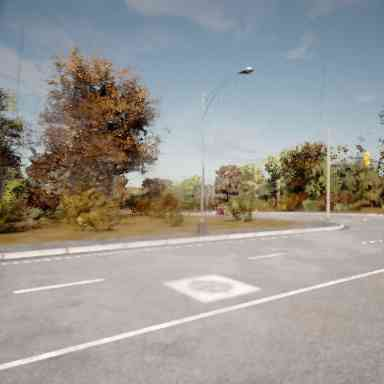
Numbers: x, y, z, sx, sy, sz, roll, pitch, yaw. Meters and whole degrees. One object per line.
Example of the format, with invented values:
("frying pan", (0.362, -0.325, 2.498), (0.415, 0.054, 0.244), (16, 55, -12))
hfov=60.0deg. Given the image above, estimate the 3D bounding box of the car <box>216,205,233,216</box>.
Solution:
("car", (4.891, 2.400, 42.643), (1.994, 1.385, 4.181), (1, -3, -32))
